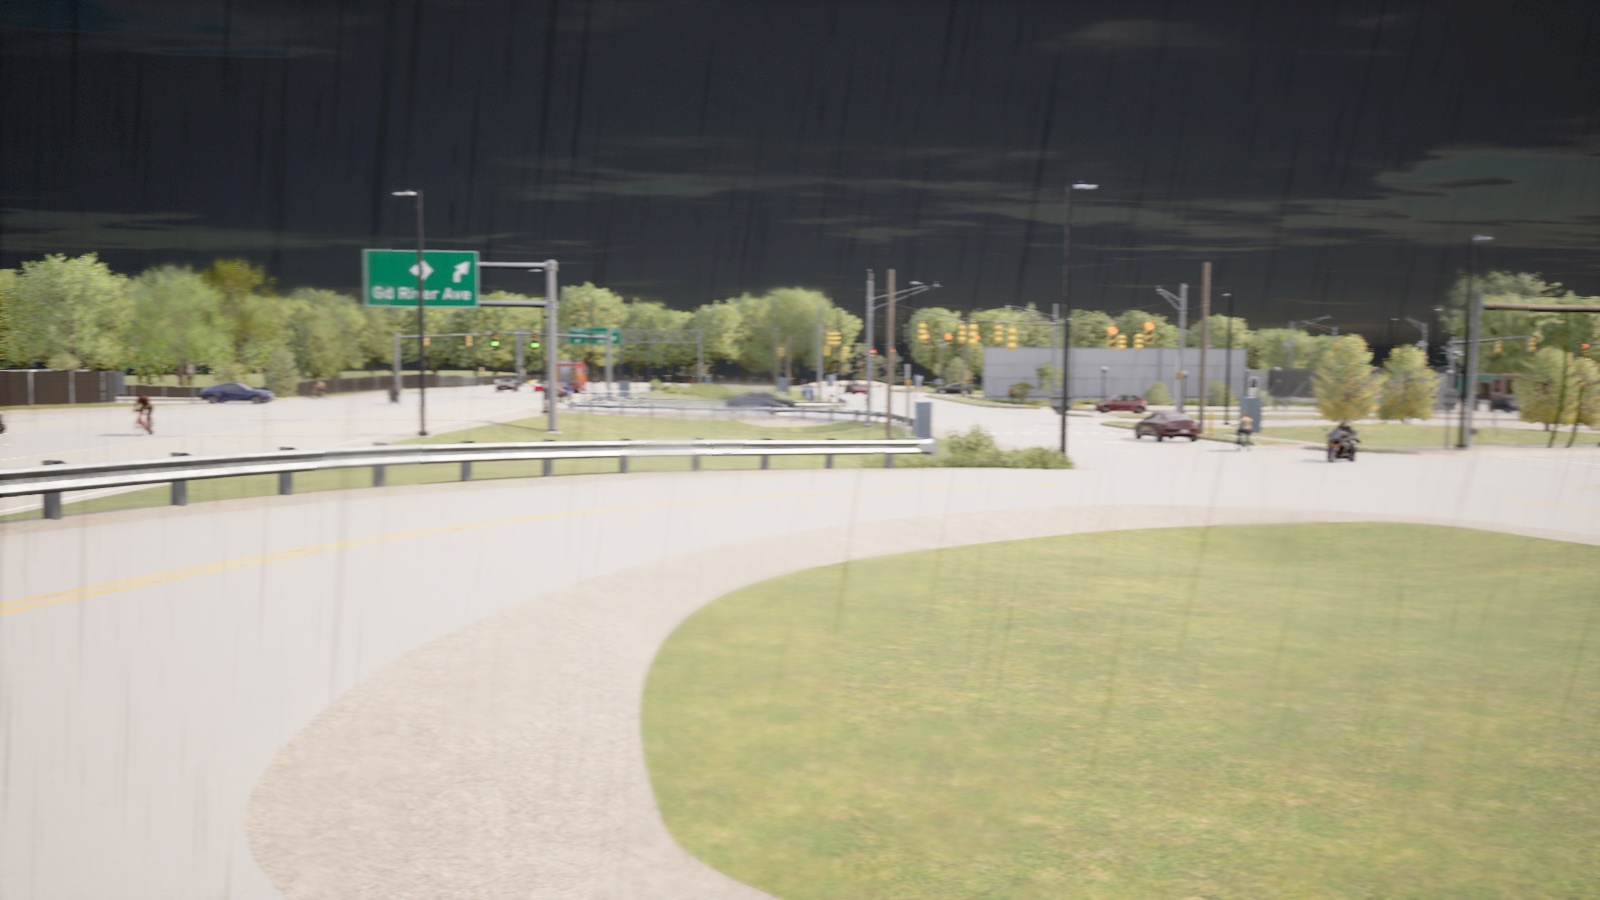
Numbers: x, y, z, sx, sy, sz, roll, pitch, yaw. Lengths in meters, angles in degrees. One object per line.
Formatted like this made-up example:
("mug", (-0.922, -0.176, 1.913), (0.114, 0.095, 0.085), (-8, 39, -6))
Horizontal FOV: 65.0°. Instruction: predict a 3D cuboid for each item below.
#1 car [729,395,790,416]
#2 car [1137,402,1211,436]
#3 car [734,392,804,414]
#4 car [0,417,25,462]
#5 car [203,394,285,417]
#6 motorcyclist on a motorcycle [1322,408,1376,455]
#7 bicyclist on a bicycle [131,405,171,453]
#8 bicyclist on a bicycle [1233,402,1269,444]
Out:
("car", (-2.797, -3.084, 86.940), (4.181, 1.385, 1.994), (1, 4, -2))
("car", (17.632, -1.508, 59.368), (1.812, 1.442, 4.674), (-1, 3, -4))
("car", (-2.269, -3.405, 90.560), (4.892, 1.490, 1.837), (-1, 4, -5))
("car", (-26.582, -0.209, 38.907), (2.033, 1.411, 5.357), (-1, 4, -3))
("car", (-37.499, -2.994, 84.823), (4.674, 1.442, 1.812), (-1, 4, -4))
("motorcyclist on a motorcycle", (19.300, -0.666, 44.144), (2.191, 1.530, 0.866), (-3, 5, -42))
("bicyclist on a bicycle", (-23.470, -0.773, 45.433), (0.582, 1.620, 1.656), (-1, 4, -3))
("bicyclist on a bicycle", (18.188, -1.121, 50.680), (0.866, 1.612, 1.509), (-1, 4, -2))
